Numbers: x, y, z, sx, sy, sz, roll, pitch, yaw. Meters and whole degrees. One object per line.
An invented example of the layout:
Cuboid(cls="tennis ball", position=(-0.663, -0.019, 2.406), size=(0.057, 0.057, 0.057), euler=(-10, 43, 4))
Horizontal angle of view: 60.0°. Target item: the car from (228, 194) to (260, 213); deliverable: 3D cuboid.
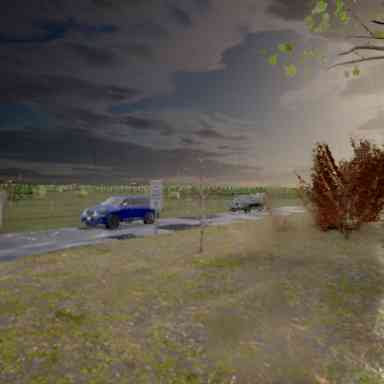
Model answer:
Cuboid(cls="car", position=(6.181, 1.307, 37.534), size=(2.150, 2.045, 5.566), euler=(0, 0, 35))

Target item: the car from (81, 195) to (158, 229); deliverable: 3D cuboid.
Cuboid(cls="car", position=(-4.635, 1.253, 22.314), size=(2.150, 2.045, 5.566), euler=(0, 0, 35))
